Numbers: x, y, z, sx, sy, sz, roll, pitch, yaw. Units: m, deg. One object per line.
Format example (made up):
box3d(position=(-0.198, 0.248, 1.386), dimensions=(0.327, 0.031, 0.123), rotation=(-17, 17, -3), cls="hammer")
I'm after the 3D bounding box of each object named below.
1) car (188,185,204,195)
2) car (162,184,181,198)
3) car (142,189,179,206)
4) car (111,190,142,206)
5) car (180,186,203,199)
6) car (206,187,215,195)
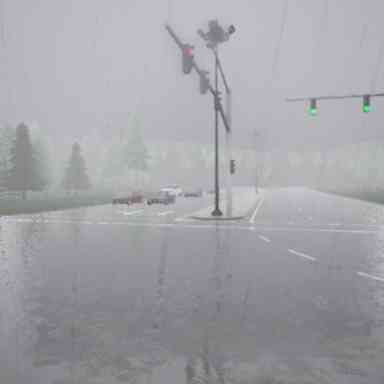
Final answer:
box3d(position=(0.809, -0.409, 65.794), dimensions=(2.097, 1.767, 4.553), rotation=(0, 2, 14), cls="car")
box3d(position=(-3.095, -0.105, 49.762), dimensions=(2.150, 2.045, 5.566), rotation=(0, 1, 14), cls="car")
box3d(position=(-3.158, 0.653, 34.303), dimensions=(1.994, 1.385, 4.181), rotation=(0, 2, 14), cls="car")
box3d(position=(-6.644, 0.578, 34.757), dimensions=(1.882, 1.535, 5.008), rotation=(0, 2, 13), cls="car")
box3d(position=(0.233, 0.159, 48.631), dimensions=(1.882, 1.535, 5.008), rotation=(0, 2, 14), cls="car")
box3d(position=(4.059, -0.190, 64.386), dimensions=(1.994, 1.385, 4.181), rotation=(0, 2, 15), cls="car")
